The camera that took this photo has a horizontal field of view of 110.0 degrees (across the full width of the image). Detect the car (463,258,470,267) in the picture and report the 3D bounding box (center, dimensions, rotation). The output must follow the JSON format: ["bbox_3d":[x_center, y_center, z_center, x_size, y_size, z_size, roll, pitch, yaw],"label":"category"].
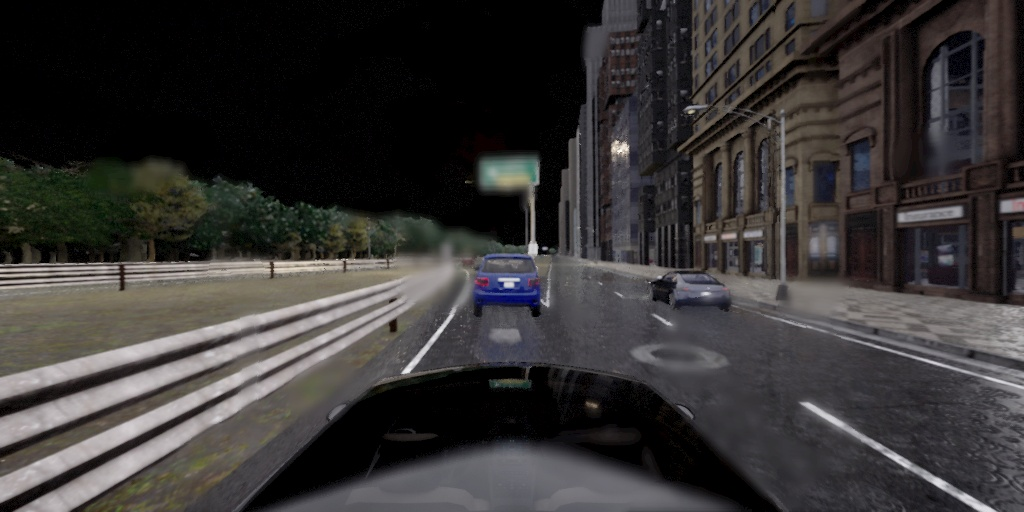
[{"bbox_3d":[-7.523,1.107,63.201,1.882,1.535,5.008,-1,0,-9],"label":"car"}]

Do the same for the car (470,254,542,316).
[{"bbox_3d":[-0.222,0.953,13.391,2.150,2.045,5.566,1,0,-3],"label":"car"}]

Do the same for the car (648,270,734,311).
[{"bbox_3d":[6.803,1.252,14.081,1.994,1.385,4.181,-1,0,6],"label":"car"}]
